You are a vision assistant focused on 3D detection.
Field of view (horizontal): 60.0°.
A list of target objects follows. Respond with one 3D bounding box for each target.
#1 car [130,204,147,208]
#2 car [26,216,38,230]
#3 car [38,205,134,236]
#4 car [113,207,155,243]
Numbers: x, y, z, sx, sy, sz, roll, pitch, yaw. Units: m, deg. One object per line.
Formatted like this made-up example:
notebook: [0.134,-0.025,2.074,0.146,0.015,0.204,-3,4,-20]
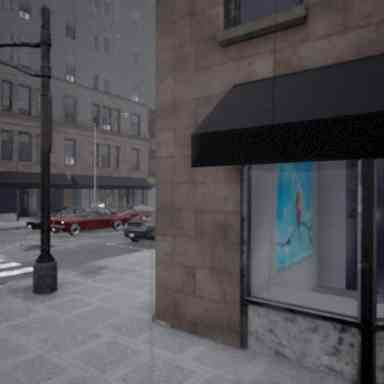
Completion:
car: [-4.503,1.584,24.966,1.802,1.307,4.206,0,0,35]
car: [-7.795,1.564,20.335,1.947,1.339,4.313,0,0,35]
car: [-5.797,1.607,18.767,1.895,1.301,4.718,0,0,35]
car: [-1.254,1.574,15.686,2.008,1.369,4.403,0,0,35]
